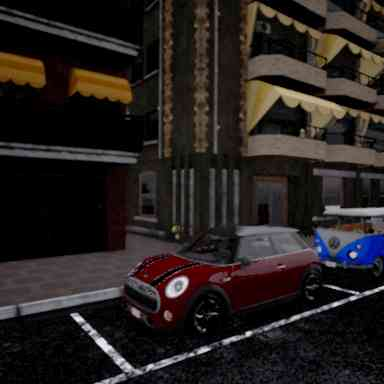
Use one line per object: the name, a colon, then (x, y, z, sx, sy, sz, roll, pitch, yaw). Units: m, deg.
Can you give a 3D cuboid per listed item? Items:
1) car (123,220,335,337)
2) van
car: (0.711, 1.451, 6.603, 4.097, 1.590, 1.967, 0, 0, -36)
van: (5.341, 1.368, 9.909, 3.998, 1.788, 1.690, 0, 0, -36)
